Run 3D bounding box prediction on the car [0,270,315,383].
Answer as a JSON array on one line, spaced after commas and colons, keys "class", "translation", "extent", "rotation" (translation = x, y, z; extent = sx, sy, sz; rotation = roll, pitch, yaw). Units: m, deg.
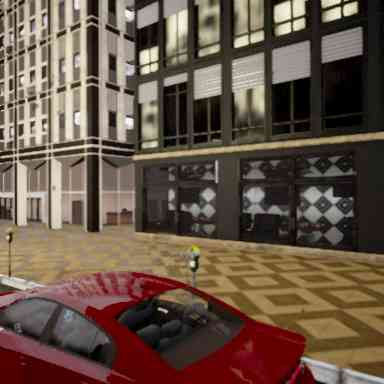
[{"class": "car", "translation": [-1.061, 1.572, 3.622], "extent": [4.507, 1.381, 1.887], "rotation": [-1, 0, 35]}]
